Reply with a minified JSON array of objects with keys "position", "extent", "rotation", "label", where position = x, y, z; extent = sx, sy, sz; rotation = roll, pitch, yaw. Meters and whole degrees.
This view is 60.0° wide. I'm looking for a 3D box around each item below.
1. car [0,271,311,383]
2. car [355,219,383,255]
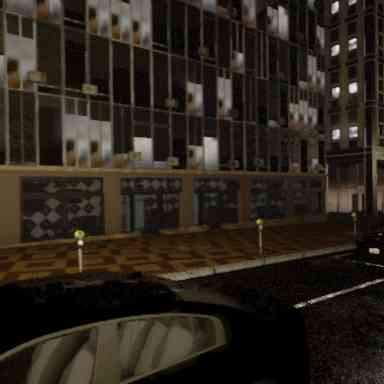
[{"position":[-1.189,1.479,2.521],"extent":[5.008,1.535,1.882],"rotation":[1,0,-36],"label":"car"},{"position":[7.863,1.606,12.373],"extent":[4.313,1.339,1.947],"rotation":[0,-1,-36],"label":"car"}]
